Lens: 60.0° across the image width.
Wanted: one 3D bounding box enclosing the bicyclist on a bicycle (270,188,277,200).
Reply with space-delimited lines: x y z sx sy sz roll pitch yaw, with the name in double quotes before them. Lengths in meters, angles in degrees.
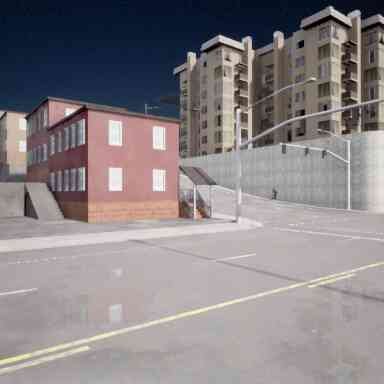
"bicyclist on a bicycle" 11.200 0.301 45.389 1.656 1.620 0.582 0 6 -35
